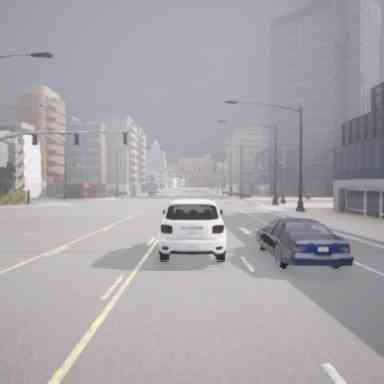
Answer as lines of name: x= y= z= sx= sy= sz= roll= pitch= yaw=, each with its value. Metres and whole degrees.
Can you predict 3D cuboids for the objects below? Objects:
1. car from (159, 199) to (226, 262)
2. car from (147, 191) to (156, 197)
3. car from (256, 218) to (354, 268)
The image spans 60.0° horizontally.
car: x=0.030 y=1.264 z=12.489 sx=2.150 sy=2.045 sz=5.566 roll=0 pitch=0 yaw=0
car: x=-10.507 y=0.408 z=86.683 sx=1.837 sy=1.490 sz=4.892 roll=0 pitch=1 yaw=0
car: x=3.520 y=1.588 z=11.395 sx=2.033 sy=1.411 sz=5.357 roll=0 pitch=0 yaw=0
